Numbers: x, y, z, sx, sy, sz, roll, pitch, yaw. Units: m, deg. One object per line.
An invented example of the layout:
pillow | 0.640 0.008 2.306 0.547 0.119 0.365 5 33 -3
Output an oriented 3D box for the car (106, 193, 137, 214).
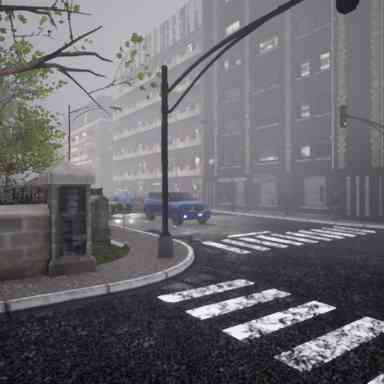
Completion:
car | -6.803 1.098 29.358 1.994 1.385 4.181 0 1 -36

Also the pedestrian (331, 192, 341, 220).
pedestrian | 9.454 0.900 21.945 0.375 1.860 0.375 1 -1 -36

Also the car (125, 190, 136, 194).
car | -5.083 0.726 36.831 2.192 1.841 5.009 1 1 -36

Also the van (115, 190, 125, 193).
van | -8.348 0.654 41.285 1.690 1.788 3.998 1 1 -36

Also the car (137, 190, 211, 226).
car | -1.143 0.925 21.630 2.150 2.045 5.566 0 1 -36

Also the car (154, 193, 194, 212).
car | -1.821 0.949 32.377 1.967 1.590 4.097 1 1 -36
